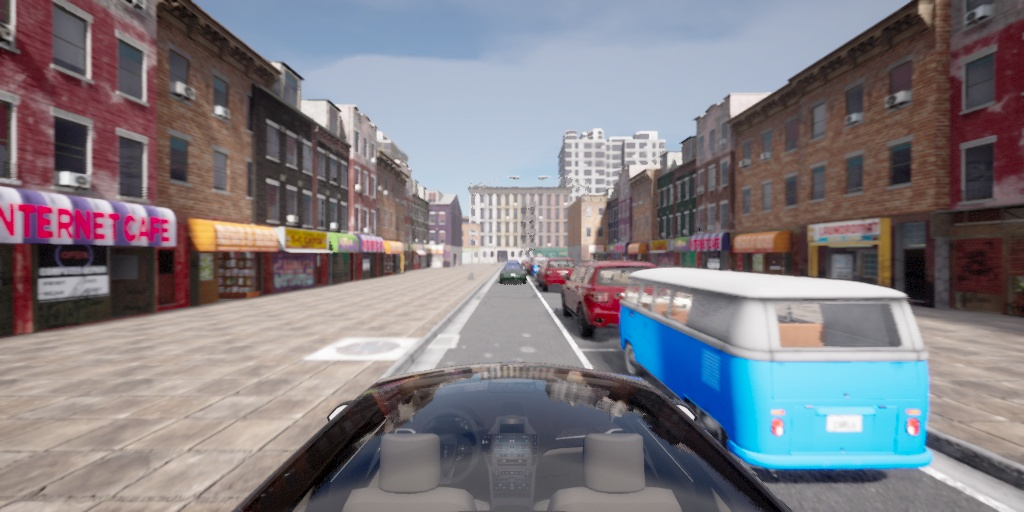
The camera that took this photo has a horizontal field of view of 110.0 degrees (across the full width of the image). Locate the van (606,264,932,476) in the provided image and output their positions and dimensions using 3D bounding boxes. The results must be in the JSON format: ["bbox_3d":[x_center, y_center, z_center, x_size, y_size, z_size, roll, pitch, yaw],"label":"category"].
[{"bbox_3d":[2.638,1.085,4.695,1.690,1.789,3.998,0,0,0],"label":"van"}]

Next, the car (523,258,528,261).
[{"bbox_3d":[2.644,0.999,37.547,2.192,1.841,5.009,0,0,0],"label":"car"}]

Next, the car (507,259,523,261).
[{"bbox_3d":[0.101,1.148,45.498,1.882,1.535,5.008,0,0,0],"label":"car"}]

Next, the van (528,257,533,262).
[{"bbox_3d":[2.643,1.035,32.071,1.690,1.789,3.998,0,0,0],"label":"van"}]

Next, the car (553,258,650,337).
[{"bbox_3d":[2.639,1.048,10.167,2.192,1.841,5.009,0,0,0],"label":"car"}]

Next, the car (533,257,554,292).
[{"bbox_3d":[2.641,1.029,21.121,2.192,1.841,5.009,0,0,0],"label":"car"}]

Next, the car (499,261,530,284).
[{"bbox_3d":[0.074,1.268,26.873,1.994,1.385,4.181,0,0,0],"label":"car"}]

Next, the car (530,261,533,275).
[{"bbox_3d":[2.642,1.255,26.596,2.007,1.370,4.403,0,0,0],"label":"car"}]
